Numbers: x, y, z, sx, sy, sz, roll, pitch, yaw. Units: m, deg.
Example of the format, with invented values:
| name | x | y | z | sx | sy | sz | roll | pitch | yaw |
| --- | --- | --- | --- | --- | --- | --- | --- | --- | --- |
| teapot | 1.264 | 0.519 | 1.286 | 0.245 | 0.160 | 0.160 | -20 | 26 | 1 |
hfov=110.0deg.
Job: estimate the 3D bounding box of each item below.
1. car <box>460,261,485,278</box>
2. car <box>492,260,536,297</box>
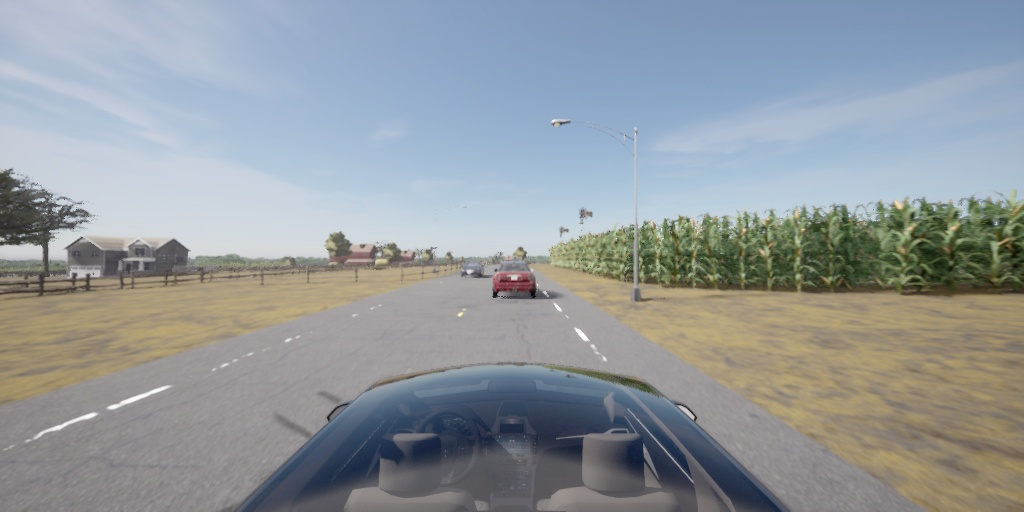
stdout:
| name | x | y | z | sx | sy | sz | roll | pitch | yaw |
| --- | --- | --- | --- | --- | --- | --- | --- | --- | --- |
| car | -3.573 | 1.190 | 32.962 | 2.128 | 1.511 | 4.902 | 0 | 0 | 0 |
| car | 0.106 | 1.063 | 18.866 | 2.097 | 1.767 | 4.553 | 0 | 0 | 0 |
